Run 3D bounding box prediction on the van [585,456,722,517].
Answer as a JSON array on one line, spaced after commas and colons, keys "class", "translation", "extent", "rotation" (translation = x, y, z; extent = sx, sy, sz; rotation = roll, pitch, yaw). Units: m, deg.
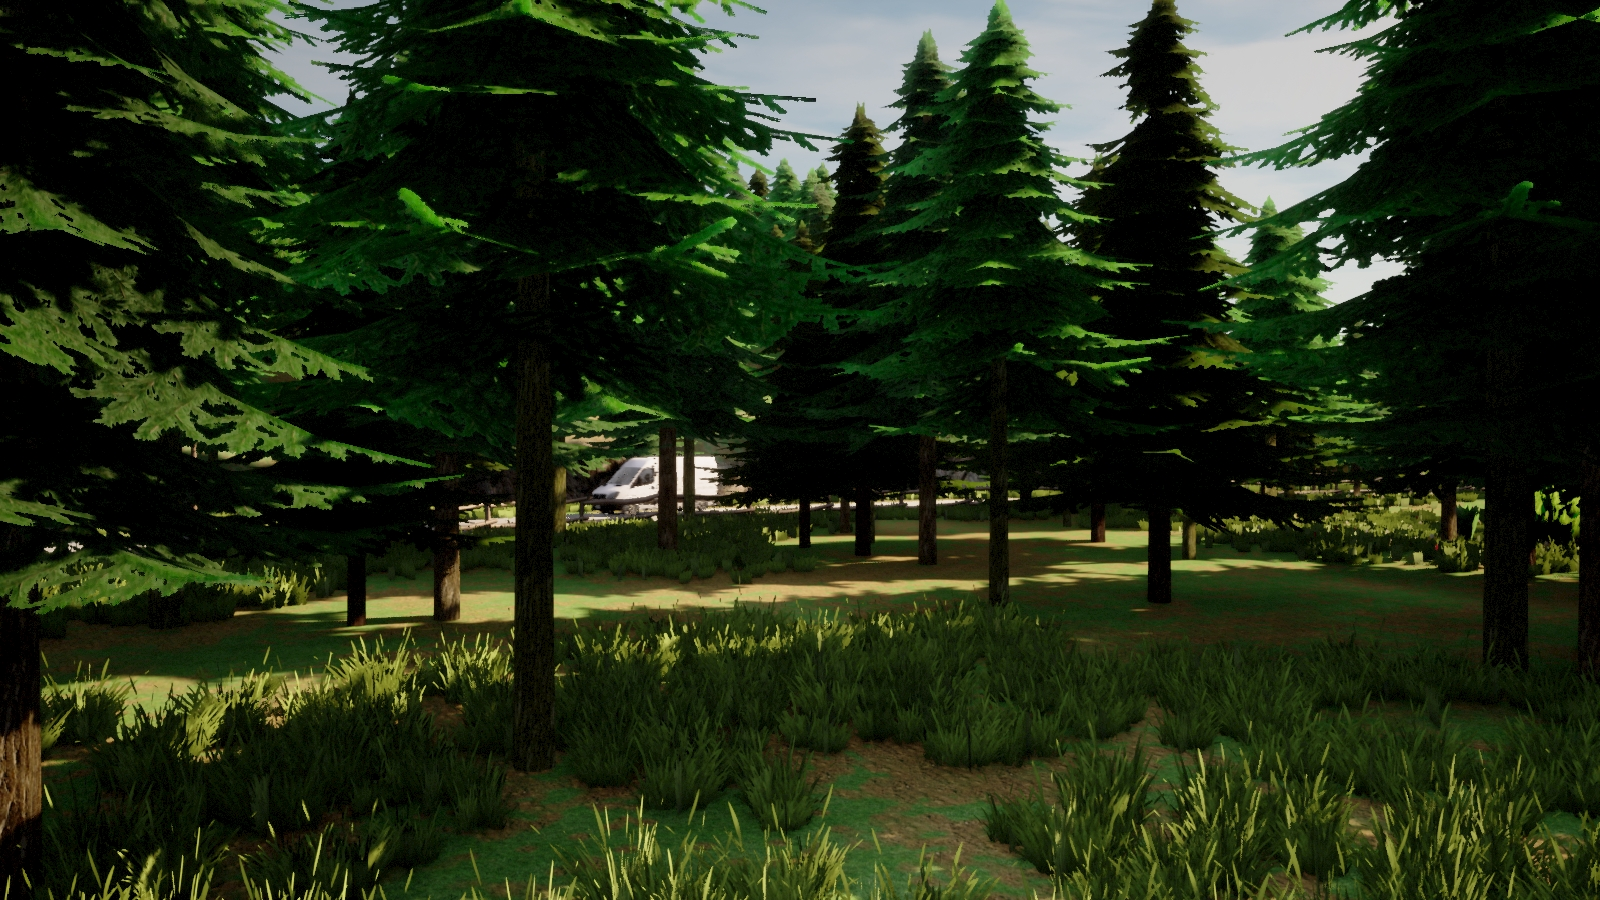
[{"class": "van", "translation": [-6.383, 1.534, 50.387], "extent": [5.915, 2.561, 1.988], "rotation": [0, 0, -42]}]
